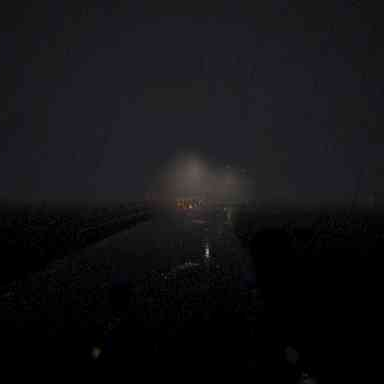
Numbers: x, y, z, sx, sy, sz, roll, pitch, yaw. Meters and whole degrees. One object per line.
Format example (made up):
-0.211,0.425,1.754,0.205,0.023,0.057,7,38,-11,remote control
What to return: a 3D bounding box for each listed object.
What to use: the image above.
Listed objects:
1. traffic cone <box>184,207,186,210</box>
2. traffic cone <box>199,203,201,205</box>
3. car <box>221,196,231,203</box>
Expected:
-0.933,2.044,44.450,0.340,0.580,0.340,0,0,8,traffic cone
1.446,2.086,59.377,0.340,0.580,0.340,0,0,10,traffic cone
8.055,1.741,78.608,2.033,1.411,5.357,0,0,14,car
